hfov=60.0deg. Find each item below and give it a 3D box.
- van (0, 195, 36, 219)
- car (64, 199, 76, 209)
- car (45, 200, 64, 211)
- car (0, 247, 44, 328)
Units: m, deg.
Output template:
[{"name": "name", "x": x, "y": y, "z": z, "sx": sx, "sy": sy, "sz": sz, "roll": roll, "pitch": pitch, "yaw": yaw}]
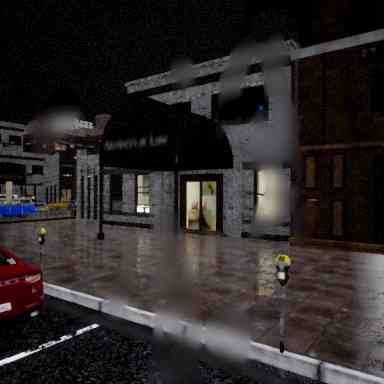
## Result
[{"name": "van", "x": -15.640, "y": 1.413, "z": 28.724, "sx": 1.690, "sy": 1.788, "sz": 3.998, "roll": 0, "pitch": 0, "yaw": 35}, {"name": "car", "x": -12.973, "y": 1.285, "z": 42.595, "sx": 2.150, "sy": 2.045, "sz": 5.566, "roll": 0, "pitch": 1, "yaw": 35}, {"name": "car", "x": -16.244, "y": 1.569, "z": 42.453, "sx": 1.752, "sy": 1.417, "sz": 4.829, "roll": 0, "pitch": 0, "yaw": 35}, {"name": "car", "x": -4.547, "y": 1.544, "z": 6.110, "sx": 4.507, "sy": 1.381, "sz": 1.887, "roll": 0, "pitch": 0, "yaw": 35}]
